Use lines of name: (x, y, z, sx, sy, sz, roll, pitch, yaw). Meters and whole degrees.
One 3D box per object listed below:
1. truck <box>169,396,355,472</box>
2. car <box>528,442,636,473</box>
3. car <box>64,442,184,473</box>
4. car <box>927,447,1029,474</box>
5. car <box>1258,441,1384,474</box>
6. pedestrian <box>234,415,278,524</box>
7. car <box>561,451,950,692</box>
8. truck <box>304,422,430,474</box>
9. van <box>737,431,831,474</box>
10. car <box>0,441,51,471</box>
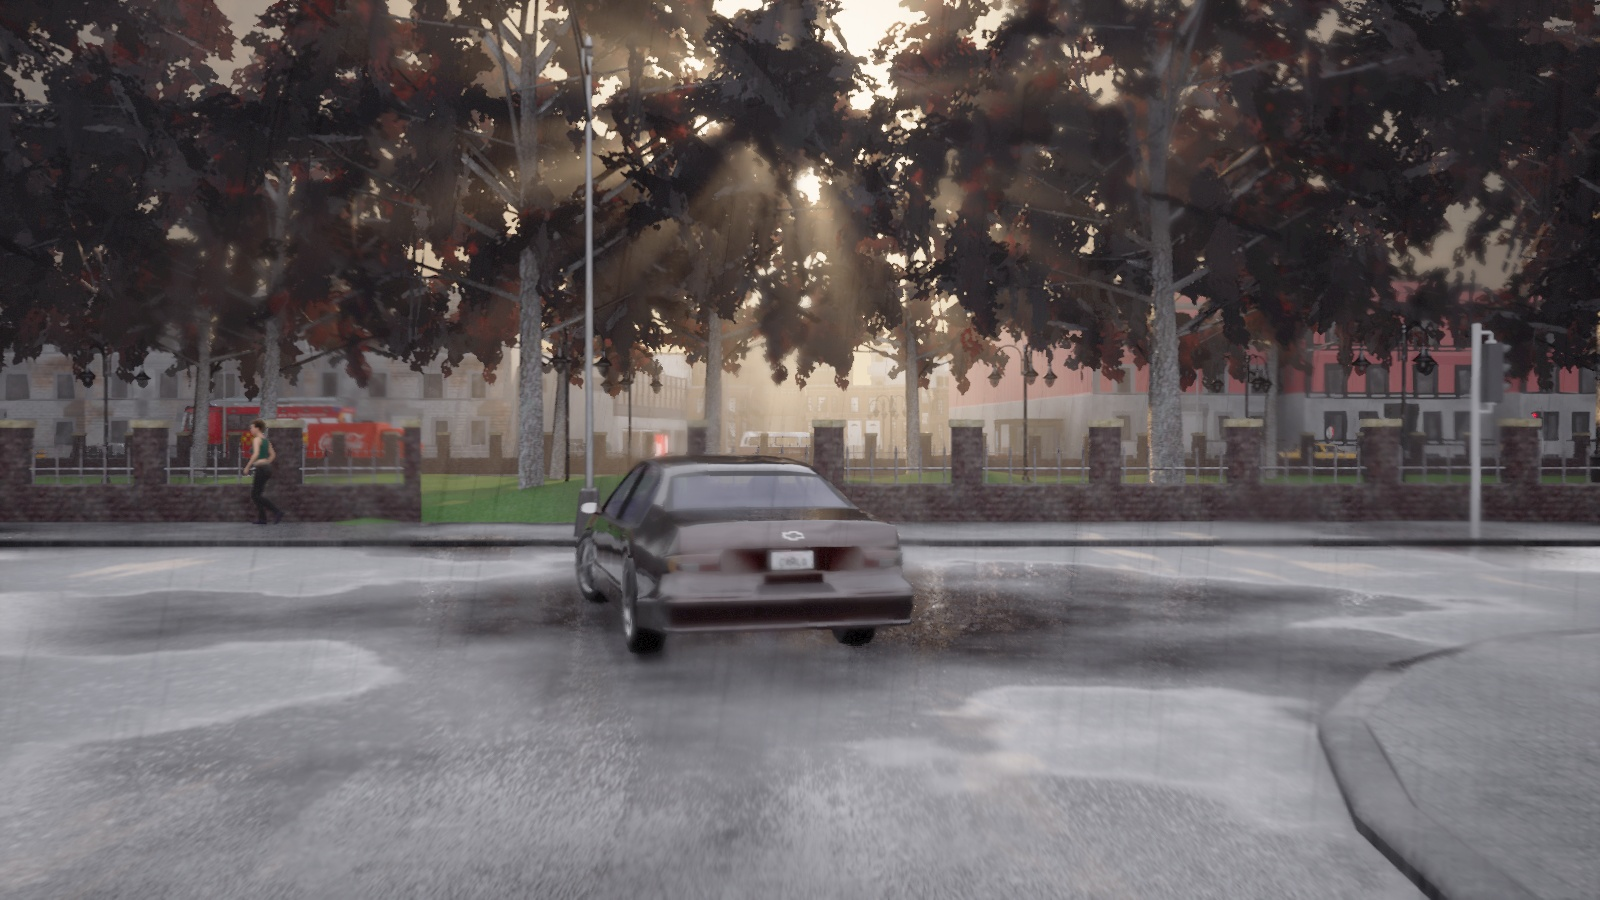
truck: (-27.868, -0.812, 65.290, 8.468, 3.827, 2.891, 0, 0, 0)
car: (-10.572, 0.346, 61.234, 4.902, 1.511, 2.128, 0, 0, 0)
car: (-32.965, 0.376, 61.314, 4.892, 1.490, 1.837, 0, 0, 0)
car: (8.627, 0.506, 61.144, 4.718, 1.301, 1.895, 0, 0, 0)
car: (25.285, 0.359, 61.080, 5.366, 1.575, 1.801, 0, 0, 1)
pedestrian: (-9.207, 0.328, 21.268, 0.594, 1.836, 0.345, 0, 0, 0)
car: (-0.729, 0.734, 10.398, 2.033, 1.411, 5.357, 0, 0, -15)
truck: (-21.063, -0.102, 61.271, 5.204, 2.467, 2.627, 0, 0, 0)
van: (-0.768, 0.122, 61.186, 4.480, 2.038, 2.069, 0, 0, 0)
car: (-42.041, 0.319, 65.344, 5.008, 1.535, 1.882, 0, 0, 0)
